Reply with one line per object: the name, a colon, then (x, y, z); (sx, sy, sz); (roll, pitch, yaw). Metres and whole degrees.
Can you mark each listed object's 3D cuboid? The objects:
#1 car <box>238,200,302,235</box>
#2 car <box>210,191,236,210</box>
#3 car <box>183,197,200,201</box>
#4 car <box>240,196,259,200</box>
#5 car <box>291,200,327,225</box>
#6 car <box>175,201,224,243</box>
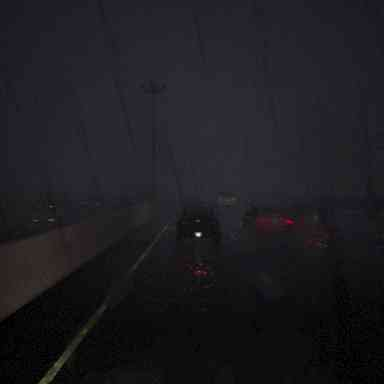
car: (3.796, 1.379, 17.440); (2.033, 1.411, 5.357); (0, 1, 1)
car: (3.419, 0.865, 37.007); (2.150, 2.045, 5.566); (0, 1, -5)
car: (-0.044, 1.249, 36.428); (1.895, 1.301, 4.718); (0, 1, -4)
car: (6.708, 1.152, 38.824); (1.812, 1.442, 4.674); (0, 1, -6)
car: (7.348, 1.292, 22.080); (1.837, 1.490, 4.892); (0, 1, 1)
car: (0.272, 1.357, 15.273); (1.837, 1.490, 4.892); (0, 1, 1)
